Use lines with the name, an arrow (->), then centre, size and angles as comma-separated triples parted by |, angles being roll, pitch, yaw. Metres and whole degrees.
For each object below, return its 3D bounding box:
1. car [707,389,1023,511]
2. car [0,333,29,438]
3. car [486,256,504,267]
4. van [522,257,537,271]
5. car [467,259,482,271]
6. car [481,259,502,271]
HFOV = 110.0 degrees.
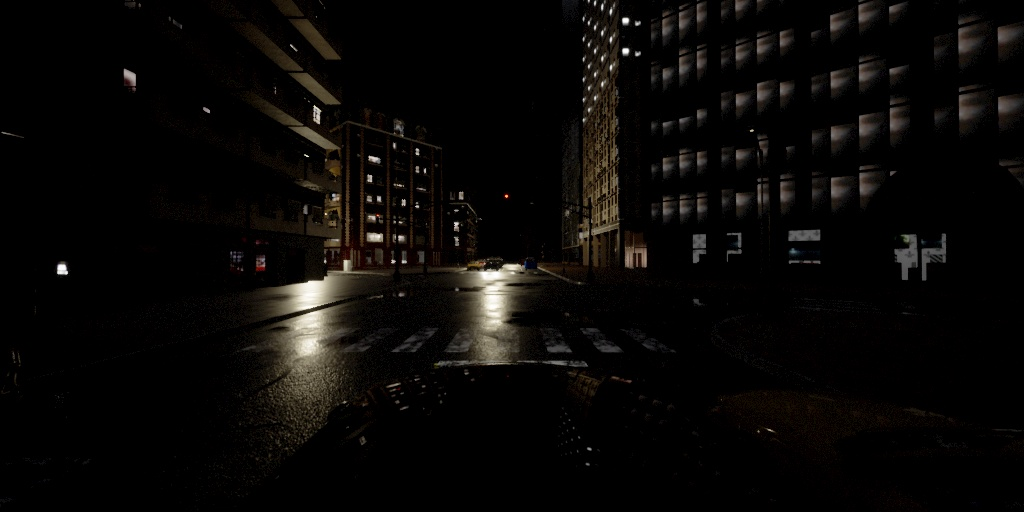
car -> 2.563, 1.275, 1.237 | 1.751, 1.417, 4.829 | 0, 0, 0
car -> -5.318, 1.064, 1.069 | 2.192, 1.841, 5.009 | 0, 0, 0
car -> -2.784, 1.034, 59.145 | 2.150, 2.045, 5.566 | 0, 0, 0
van -> 2.609, 1.134, 50.060 | 1.690, 1.789, 3.998 | 0, 0, 0
car -> -5.271, 1.318, 49.898 | 1.751, 1.417, 4.829 | 0, 0, 0
car -> -2.804, 1.393, 49.222 | 1.895, 1.301, 4.718 | 0, 0, 0
